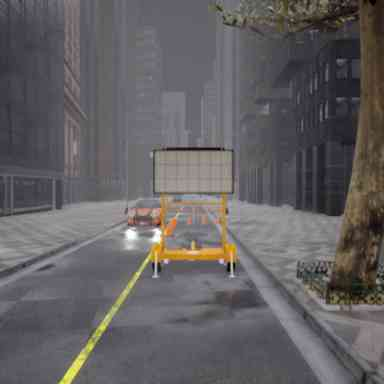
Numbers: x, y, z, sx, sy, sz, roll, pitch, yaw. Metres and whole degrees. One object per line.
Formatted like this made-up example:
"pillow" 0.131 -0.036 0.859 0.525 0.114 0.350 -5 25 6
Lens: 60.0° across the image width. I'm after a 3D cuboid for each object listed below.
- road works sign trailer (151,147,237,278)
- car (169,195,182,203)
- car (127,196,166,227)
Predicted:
"road works sign trailer" 0.046 0.455 10.098 2.380 3.560 2.880 0 0 0
"car" -2.835 1.581 64.449 2.033 1.411 5.357 0 0 1
"car" -3.031 1.343 22.631 2.097 1.767 4.553 0 0 0
